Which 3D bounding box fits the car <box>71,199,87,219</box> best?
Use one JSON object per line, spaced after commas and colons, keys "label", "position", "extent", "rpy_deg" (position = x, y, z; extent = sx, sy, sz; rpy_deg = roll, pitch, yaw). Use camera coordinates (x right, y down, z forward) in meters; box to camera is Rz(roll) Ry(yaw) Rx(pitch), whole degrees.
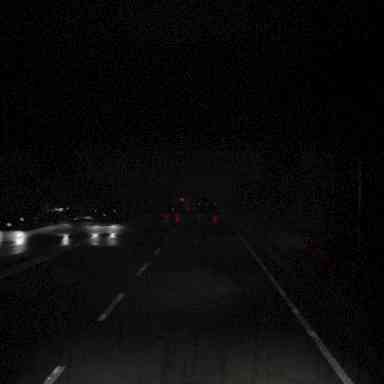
{"label": "car", "position": [-9.395, 1.200, 25.669], "extent": [1.895, 1.301, 4.718], "rpy_deg": [1, 0, 3]}

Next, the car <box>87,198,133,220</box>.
{"label": "car", "position": [-5.897, 1.185, 25.536], "extent": [2.033, 1.411, 5.357], "rpy_deg": [1, 0, 3]}

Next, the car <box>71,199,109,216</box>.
{"label": "car", "position": [-9.232, 1.384, 30.545], "extent": [1.895, 1.301, 4.718], "rpy_deg": [1, 0, 3]}

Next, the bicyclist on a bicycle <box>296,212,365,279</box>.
{"label": "bicyclist on a bicycle", "position": [3.349, 1.319, 8.088], "extent": [1.656, 1.620, 0.582], "rpy_deg": [-2, 0, 3]}

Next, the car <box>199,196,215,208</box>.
{"label": "car", "position": [2.161, 1.398, 47.196], "extent": [2.033, 1.411, 5.357], "rpy_deg": [1, 0, 3]}

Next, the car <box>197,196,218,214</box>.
{"label": "car", "position": [1.598, 1.242, 34.726], "extent": [2.097, 1.767, 4.553], "rpy_deg": [1, 0, 3]}

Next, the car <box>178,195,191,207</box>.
{"label": "car", "position": [-1.255, 1.161, 47.936], "extent": [2.097, 1.767, 4.553], "rpy_deg": [1, 0, 3]}

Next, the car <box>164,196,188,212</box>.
{"label": "car", "position": [-1.829, 1.449, 35.570], "extent": [1.895, 1.301, 4.718], "rpy_deg": [1, 0, 3]}

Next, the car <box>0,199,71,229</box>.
{"label": "car", "position": [-9.733, 1.361, 20.547], "extent": [2.033, 1.411, 5.357], "rpy_deg": [1, 0, 2]}
